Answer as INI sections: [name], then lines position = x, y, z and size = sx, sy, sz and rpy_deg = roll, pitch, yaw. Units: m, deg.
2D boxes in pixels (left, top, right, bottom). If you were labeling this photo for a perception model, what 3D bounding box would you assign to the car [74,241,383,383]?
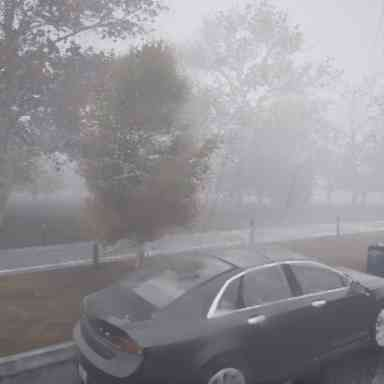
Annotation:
[car]
position = 0.964, 1.490, 4.579
size = 4.892, 1.521, 2.231
rpy_deg = 0, 0, -33
